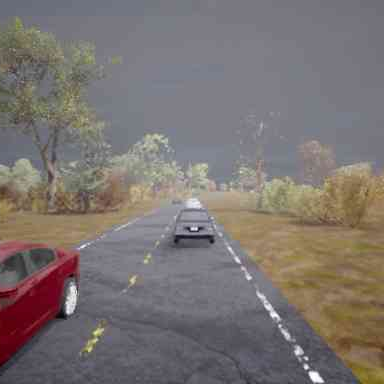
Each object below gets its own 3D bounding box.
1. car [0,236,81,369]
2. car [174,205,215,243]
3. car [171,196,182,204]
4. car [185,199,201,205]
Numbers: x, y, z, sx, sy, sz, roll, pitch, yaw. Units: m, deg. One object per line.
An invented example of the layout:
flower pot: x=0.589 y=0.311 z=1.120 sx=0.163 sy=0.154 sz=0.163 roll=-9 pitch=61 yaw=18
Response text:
car: x=-3.098 y=1.480 z=4.519 sx=1.882 sy=1.535 sz=5.008 roll=0 pitch=0 yaw=0
car: x=0.099 y=1.554 z=16.120 sx=2.033 sy=1.411 sz=5.357 roll=0 pitch=0 yaw=0
car: x=-2.992 y=1.531 z=64.018 sx=1.837 sy=1.490 sz=4.892 roll=0 pitch=-1 yaw=-5
car: x=0.103 y=1.541 z=40.017 sx=1.812 sy=1.442 sz=4.674 roll=0 pitch=0 yaw=0
